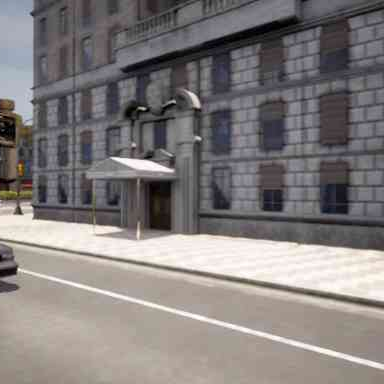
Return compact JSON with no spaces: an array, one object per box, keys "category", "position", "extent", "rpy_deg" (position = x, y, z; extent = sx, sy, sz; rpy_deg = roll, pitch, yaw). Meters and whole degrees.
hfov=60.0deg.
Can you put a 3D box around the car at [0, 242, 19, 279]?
[{"category":"car","position":[-6.589,1.526,8.574],"extent":[5.357,1.411,2.033],"rpy_deg":[0,0,35]}]
